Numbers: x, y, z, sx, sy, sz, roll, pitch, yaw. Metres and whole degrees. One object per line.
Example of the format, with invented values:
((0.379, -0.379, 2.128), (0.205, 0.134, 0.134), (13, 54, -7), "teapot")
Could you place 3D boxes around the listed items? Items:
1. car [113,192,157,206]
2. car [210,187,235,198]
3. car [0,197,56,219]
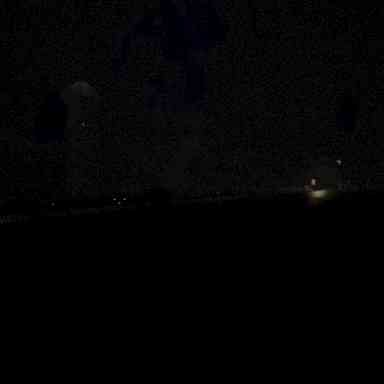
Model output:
((-5.734, 0.697, 33.821), (1.895, 1.301, 4.718), (-1, 1, 36), "car")
((4.434, 0.053, 47.976), (1.837, 1.490, 4.892), (-1, 1, 36), "car")
((-12.679, 1.049, 24.040), (2.033, 1.411, 5.357), (-1, 1, 34), "car")
